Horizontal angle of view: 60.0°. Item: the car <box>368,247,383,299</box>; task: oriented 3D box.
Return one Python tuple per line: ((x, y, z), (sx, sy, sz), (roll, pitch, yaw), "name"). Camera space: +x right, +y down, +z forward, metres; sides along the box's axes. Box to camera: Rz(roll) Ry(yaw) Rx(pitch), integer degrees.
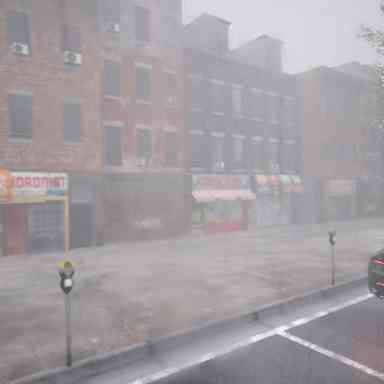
((5.521, 1.410, 6.857), (4.892, 1.490, 1.837), (-1, 0, -35), "car")
